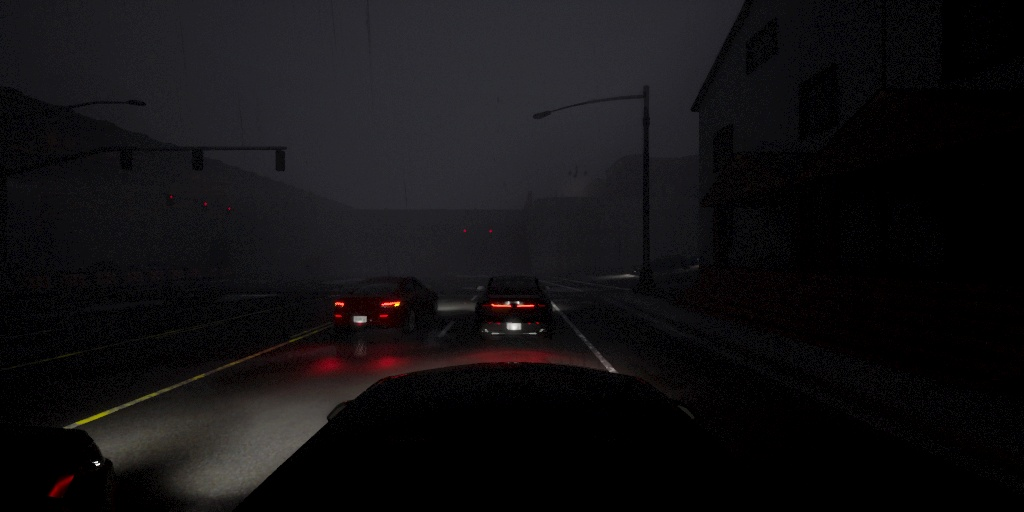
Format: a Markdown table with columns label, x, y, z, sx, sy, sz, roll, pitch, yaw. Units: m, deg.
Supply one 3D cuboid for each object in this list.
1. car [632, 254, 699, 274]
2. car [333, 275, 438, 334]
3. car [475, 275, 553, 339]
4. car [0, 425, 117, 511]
| label | x | y | z | sx | sy | sz | roll | pitch | yaw |
| --- | --- | --- | --- | --- | --- | --- | --- | --- | --- |
| car | 13.025 | 0.603 | 30.447 | 5.357 | 1.411 | 2.033 | -7 | 0 | -1 |
| car | -3.454 | 1.276 | 10.470 | 1.812 | 1.442 | 4.674 | 0 | 0 | 0 |
| car | 0.042 | 1.255 | 10.055 | 1.837 | 1.490 | 4.892 | 0 | 0 | 0 |
| car | -3.401 | 1.255 | 0.187 | 1.837 | 1.490 | 4.892 | 0 | 0 | 0 |
